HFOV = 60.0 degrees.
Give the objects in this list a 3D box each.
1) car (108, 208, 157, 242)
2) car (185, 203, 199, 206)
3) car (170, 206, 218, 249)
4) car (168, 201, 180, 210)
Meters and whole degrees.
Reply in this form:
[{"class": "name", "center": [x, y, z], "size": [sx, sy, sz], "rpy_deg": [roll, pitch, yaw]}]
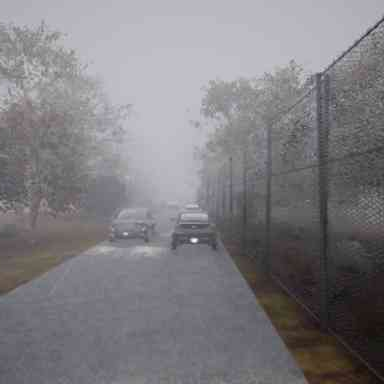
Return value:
[{"class": "car", "center": [-2.871, 1.590, 16.788], "size": [1.837, 1.490, 4.892], "rpy_deg": [0, -1, 0]}, {"class": "car", "center": [0.026, 1.814, 32.247], "size": [1.812, 1.442, 4.674], "rpy_deg": [0, -1, 0]}, {"class": "car", "center": [0.083, 1.573, 14.868], "size": [1.837, 1.490, 4.892], "rpy_deg": [0, 0, 0]}, {"class": "car", "center": [-3.039, 2.352, 57.322], "size": [1.882, 1.535, 5.008], "rpy_deg": [0, -2, 0]}]
